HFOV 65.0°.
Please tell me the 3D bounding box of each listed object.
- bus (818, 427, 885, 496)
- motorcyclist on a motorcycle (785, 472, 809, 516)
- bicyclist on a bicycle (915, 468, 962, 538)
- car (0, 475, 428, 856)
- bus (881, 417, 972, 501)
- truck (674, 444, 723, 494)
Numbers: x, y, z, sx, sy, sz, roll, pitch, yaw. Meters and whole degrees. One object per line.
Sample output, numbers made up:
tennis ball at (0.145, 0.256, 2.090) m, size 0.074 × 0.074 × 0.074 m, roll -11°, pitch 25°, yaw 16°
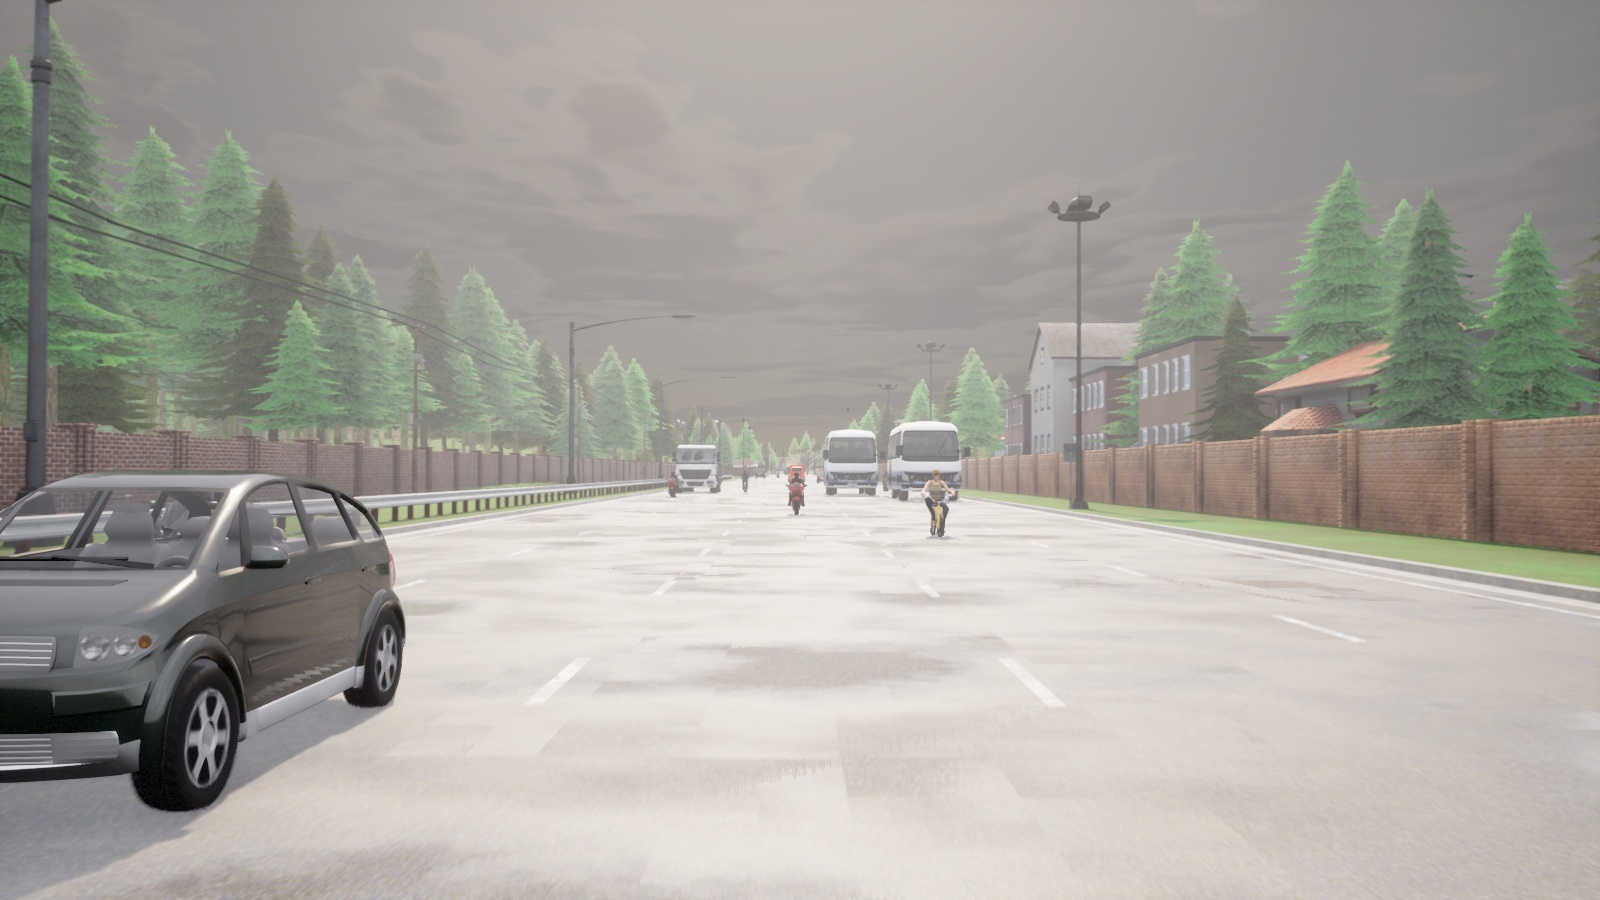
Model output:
bus at (3.289, 0.815, 83.038) m, size 3.944 × 4.253 × 10.273 m, roll 0°, pitch -1°, yaw 0°
motorcyclist on a motorcycle at (-0.109, 1.536, 44.169) m, size 0.797 × 1.523 × 2.044 m, roll 0°, pitch -1°, yaw 0°
bicyclist on a bicycle at (3.282, 1.239, 29.916) m, size 0.866 × 1.612 × 1.509 m, roll 0°, pitch -1°, yaw -3°
car at (-3.518, 0.925, 7.010) m, size 1.789 × 1.549 × 3.705 m, roll 0°, pitch -1°, yaw 0°
bus at (6.823, 0.574, 69.524) m, size 3.944 × 4.253 × 10.273 m, roll 0°, pitch -1°, yaw 0°
truck at (-7.227, 1.378, 90.617) m, size 2.891 × 3.462 × 7.936 m, roll 0°, pitch -1°, yaw 0°
